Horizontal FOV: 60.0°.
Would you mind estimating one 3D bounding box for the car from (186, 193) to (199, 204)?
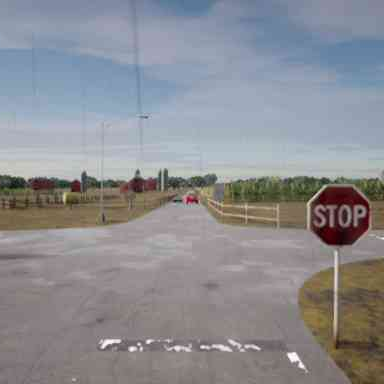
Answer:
[{"bbox_3d":[0.030,1.175,60.249,2.150,2.045,5.566,0,0,0],"label":"car"}]

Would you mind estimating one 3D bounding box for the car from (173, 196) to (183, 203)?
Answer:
[{"bbox_3d":[-2.717,1.499,65.635,2.033,1.411,5.357,0,0,0],"label":"car"}]

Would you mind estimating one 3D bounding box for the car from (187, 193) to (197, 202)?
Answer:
[{"bbox_3d":[0.036,1.210,70.609,2.097,1.767,4.553,0,0,0],"label":"car"}]
